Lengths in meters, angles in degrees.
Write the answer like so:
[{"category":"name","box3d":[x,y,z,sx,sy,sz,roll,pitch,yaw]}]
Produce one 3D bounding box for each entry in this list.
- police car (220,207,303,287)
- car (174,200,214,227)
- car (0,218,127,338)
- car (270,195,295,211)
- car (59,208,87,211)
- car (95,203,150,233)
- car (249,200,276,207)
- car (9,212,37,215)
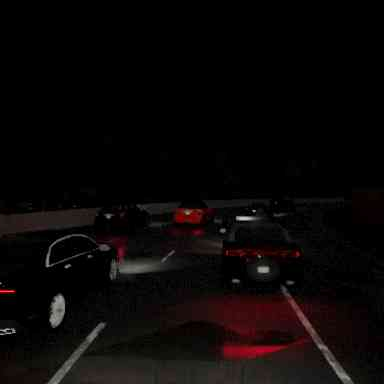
[{"category":"police car","box3d":[1.836,1.474,9.687,1.930,1.638,5.238,0,0,7]},{"category":"car","box3d":[0.269,1.472,24.429,2.097,1.767,4.553,0,0,15]},{"category":"car","box3d":[-2.963,1.538,6.811,1.837,1.490,4.892,0,0,4]},{"category":"car","box3d":[11.636,1.434,42.962,2.150,2.045,5.566,0,0,31]},{"category":"car","box3d":[-9.524,1.741,29.157,1.895,1.301,4.718,0,0,17]},{"category":"car","box3d":[-4.248,1.453,20.917,2.097,1.767,4.553,0,0,13]},{"category":"car","box3d":[6.461,1.722,32.072,1.994,1.385,4.181,0,0,23]},{"category":"car","box3d":[-16.236,1.639,30.951,2.128,1.511,4.902,0,0,17]}]
